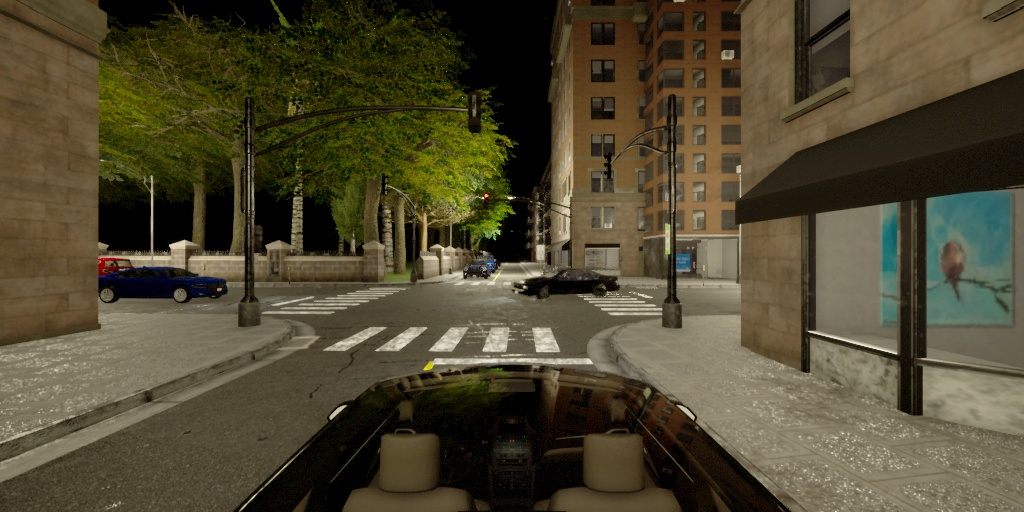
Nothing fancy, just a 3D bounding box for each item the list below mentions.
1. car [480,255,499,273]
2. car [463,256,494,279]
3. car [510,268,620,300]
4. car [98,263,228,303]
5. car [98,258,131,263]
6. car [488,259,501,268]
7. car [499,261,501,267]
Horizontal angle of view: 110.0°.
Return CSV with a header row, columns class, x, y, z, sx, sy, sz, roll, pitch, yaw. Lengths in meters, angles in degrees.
class,x,y,z,sx,sy,sz,roll,pitch,yaw
car,-3.045,0.935,41.962,2.150,2.045,5.566,0,0,0
car,-3.088,1.083,32.199,2.097,1.767,4.553,0,0,1
car,2.678,1.300,17.630,5.357,1.411,2.033,0,0,-21
car,-15.471,1.212,15.897,5.008,1.535,1.882,0,0,0
car,-25.922,1.035,21.815,5.009,1.841,2.192,0,0,1
car,-2.972,1.238,62.012,1.994,1.385,4.181,0,0,0
car,-3.018,1.171,51.989,1.882,1.535,5.008,0,0,0
